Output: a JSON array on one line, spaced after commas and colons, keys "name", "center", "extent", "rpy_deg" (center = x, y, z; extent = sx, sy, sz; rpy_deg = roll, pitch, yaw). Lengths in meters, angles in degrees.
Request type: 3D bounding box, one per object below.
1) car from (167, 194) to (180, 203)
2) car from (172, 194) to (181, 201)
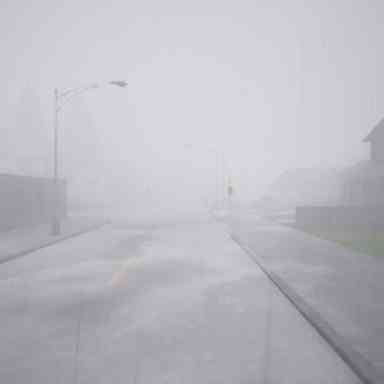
[{"name": "car", "center": [-3.988, 1.529, 70.243], "extent": [2.150, 2.045, 5.566], "rpy_deg": [0, 0, 0]}, {"name": "car", "center": [-3.985, 1.414, 85.703], "extent": [1.882, 1.535, 5.008], "rpy_deg": [0, 0, 0]}]
